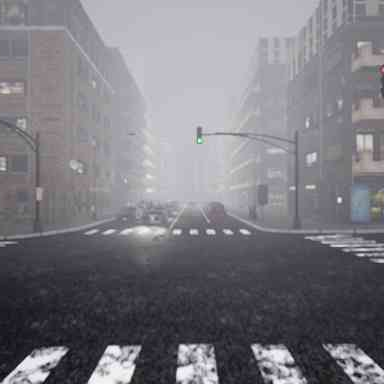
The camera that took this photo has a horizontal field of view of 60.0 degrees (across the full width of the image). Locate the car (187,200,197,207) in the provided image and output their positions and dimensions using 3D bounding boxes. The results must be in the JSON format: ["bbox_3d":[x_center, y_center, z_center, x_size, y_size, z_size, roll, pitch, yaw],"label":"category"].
[{"bbox_3d":[0.007,2.377,68.787,2.128,1.511,4.902,0,-1,0],"label":"car"}]

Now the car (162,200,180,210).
[{"bbox_3d":[-3.115,2.172,48.080,1.994,1.385,4.181,0,-1,0],"label":"car"}]

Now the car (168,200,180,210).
[{"bbox_3d":[-3.077,2.216,58.090,1.882,1.535,5.008,0,-1,0],"label":"car"}]

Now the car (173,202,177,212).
[{"bbox_3d":[-3.120,2.082,38.103,1.895,1.301,4.718,0,-1,0],"label":"car"}]

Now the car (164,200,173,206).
[{"bbox_3d":[-5.734,2.596,81.510,2.008,1.369,4.403,0,-1,0],"label":"car"}]

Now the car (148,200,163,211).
[{"bbox_3d":[-5.719,2.114,53.103,1.967,1.590,4.097,0,-1,0],"label":"car"}]

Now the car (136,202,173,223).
[{"bbox_3d":[-3.107,1.854,28.806,2.128,1.511,4.902,0,-1,1],"label":"car"}]

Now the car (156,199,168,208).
[{"bbox_3d":[-5.725,2.261,64.467,1.967,1.590,4.097,0,-1,0],"label":"car"}]

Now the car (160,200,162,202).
[{"bbox_3d":[-5.716,2.124,47.249,1.752,1.417,4.829,0,-1,0],"label":"car"}]

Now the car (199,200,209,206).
[{"bbox_3d":[2.649,2.520,75.835,2.008,1.369,4.403,0,-1,0],"label":"car"}]

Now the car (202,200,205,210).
[{"bbox_3d":[2.667,1.966,41.745,1.967,1.590,4.097,0,-1,0],"label":"car"}]

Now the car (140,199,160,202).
[{"bbox_3d":[-5.713,1.843,41.740,2.192,1.841,5.009,0,-1,0],"label":"car"}]

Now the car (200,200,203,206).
[{"bbox_3d":[2.662,2.254,53.107,1.802,1.307,4.206,0,-1,0],"label":"car"}]

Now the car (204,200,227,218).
[{"bbox_3d":[2.670,1.894,36.063,1.967,1.590,4.097,0,-1,0],"label":"car"}]

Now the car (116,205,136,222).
[{"bbox_3d":[-5.706,1.949,30.373,1.947,1.339,4.313,0,-1,0],"label":"car"}]

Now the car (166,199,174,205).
[{"bbox_3d":[-5.738,2.671,87.192,2.008,1.369,4.403,0,-1,0],"label":"car"}]
